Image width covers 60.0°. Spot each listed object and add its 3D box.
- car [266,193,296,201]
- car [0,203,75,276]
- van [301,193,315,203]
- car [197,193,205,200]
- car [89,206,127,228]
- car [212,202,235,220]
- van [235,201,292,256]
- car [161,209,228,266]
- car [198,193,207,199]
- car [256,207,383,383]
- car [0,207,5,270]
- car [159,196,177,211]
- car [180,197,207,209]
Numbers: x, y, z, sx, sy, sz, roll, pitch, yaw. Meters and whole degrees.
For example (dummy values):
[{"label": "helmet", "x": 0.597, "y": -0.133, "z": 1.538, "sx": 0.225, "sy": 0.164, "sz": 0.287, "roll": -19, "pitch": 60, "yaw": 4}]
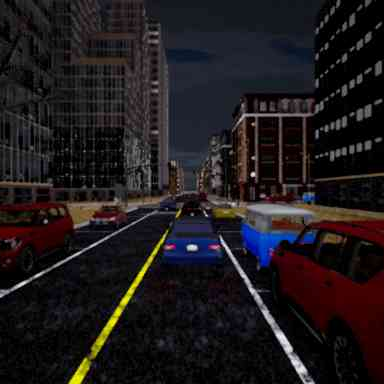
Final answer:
[{"label": "car", "x": 15.320, "y": 1.025, "z": 57.483, "sx": 5.009, "sy": 1.841, "sz": 2.192, "roll": -1, "pitch": 1, "yaw": -1}, {"label": "car", "x": -5.315, "y": 1.301, "z": 10.448, "sx": 2.192, "sy": 1.841, "sz": 5.009, "roll": 0, "pitch": 0, "yaw": 0}, {"label": "van", "x": 20.975, "y": 0.981, "z": 57.542, "sx": 3.998, "sy": 1.788, "sz": 1.690, "roll": -1, "pitch": 1, "yaw": -1}, {"label": "car", "x": 2.573, "y": 1.208, "z": 93.126, "sx": 2.192, "sy": 1.841, "sz": 5.009, "roll": 0, "pitch": 0, "yaw": 0}, {"label": "car", "x": -5.314, "y": 1.555, "z": 21.565, "sx": 1.802, "sy": 1.307, "sz": 4.206, "roll": 0, "pitch": 0, "yaw": 0}, {"label": "car", "x": 2.567, "y": 1.491, "z": 27.294, "sx": 1.752, "sy": 1.417, "sz": 4.829, "roll": 0, "pitch": 0, "yaw": 0}, {"label": "van", "x": 2.565, "y": 1.327, "z": 10.447, "sx": 1.690, "sy": 1.788, "sz": 3.998, "roll": 0, "pitch": 0, "yaw": 0}, {"label": "car", "x": 0.023, "y": 1.533, "z": 11.403, "sx": 2.033, "sy": 1.411, "sz": 5.357, "roll": 0, "pitch": 0, "yaw": 0}, {"label": "car", "x": 2.572, "y": 1.220, "z": 81.940, "sx": 2.192, "sy": 1.841, "sz": 5.009, "roll": 0, "pitch": 0, "yaw": 0}, {"label": "car", "x": 2.565, "y": 1.308, "z": 4.888, "sx": 2.192, "sy": 1.841, "sz": 5.009, "roll": 0, "pitch": 0, "yaw": 0}, {"label": "car", "x": -5.316, "y": 1.308, "z": 4.889, "sx": 2.192, "sy": 1.841, "sz": 5.009, "roll": 0, "pitch": 0, "yaw": 0}, {"label": "car", "x": -2.767, "y": 1.499, "z": 39.539, "sx": 2.033, "sy": 1.411, "sz": 5.357, "roll": 0, "pitch": 0, "yaw": 1}, {"label": "car", "x": 0.049, "y": 1.470, "z": 28.597, "sx": 1.837, "sy": 1.490, "sz": 4.892, "roll": 0, "pitch": 0, "yaw": 1}]
